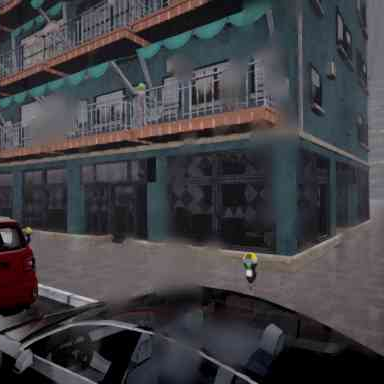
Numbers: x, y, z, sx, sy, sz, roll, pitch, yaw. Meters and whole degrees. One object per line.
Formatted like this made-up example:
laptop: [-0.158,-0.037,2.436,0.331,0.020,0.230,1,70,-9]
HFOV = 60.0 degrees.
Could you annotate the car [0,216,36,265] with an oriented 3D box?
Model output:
car: [-4.907,1.317,6.227,5.009,1.841,2.192,0,-1,35]

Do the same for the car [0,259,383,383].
car: [-0.296,1.566,2.942,4.313,1.339,1.947,0,-1,35]
